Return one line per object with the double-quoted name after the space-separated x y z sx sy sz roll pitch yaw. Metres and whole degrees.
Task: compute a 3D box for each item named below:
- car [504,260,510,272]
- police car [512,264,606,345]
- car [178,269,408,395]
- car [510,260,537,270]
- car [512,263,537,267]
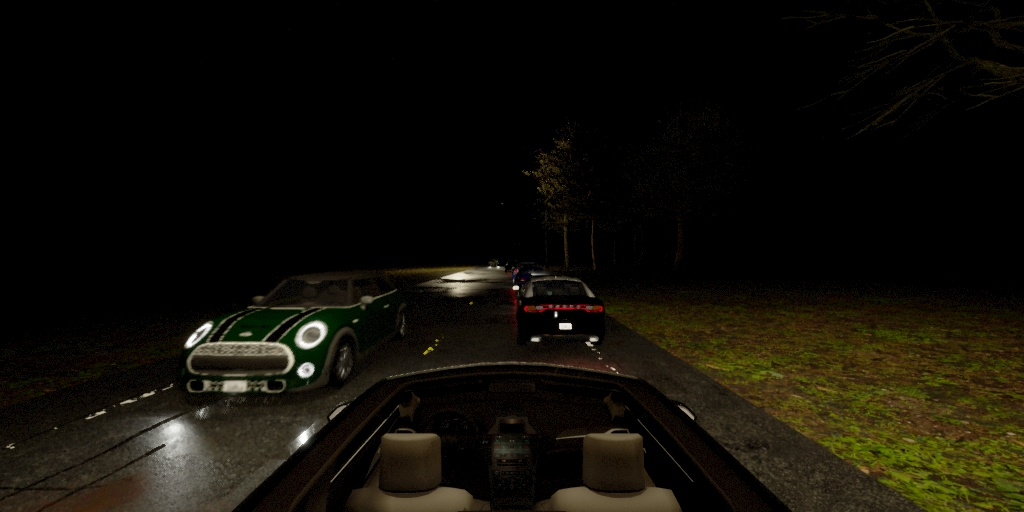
0.042 1.349 46.810 1.837 1.490 4.892 0 0 0 "car"
1.054 1.178 9.635 1.930 1.638 5.238 0 0 0 "police car"
-3.598 1.103 6.903 2.097 1.767 4.553 0 0 0 "car"
1.059 1.135 25.497 2.097 1.767 4.553 0 0 0 "car"
1.058 1.294 19.526 1.812 1.442 4.674 0 0 0 "car"
